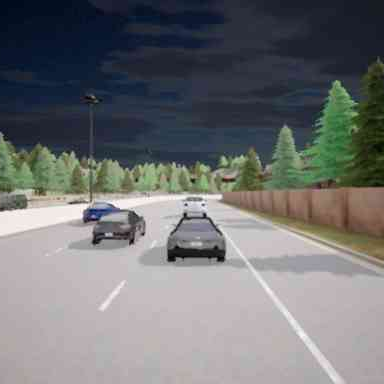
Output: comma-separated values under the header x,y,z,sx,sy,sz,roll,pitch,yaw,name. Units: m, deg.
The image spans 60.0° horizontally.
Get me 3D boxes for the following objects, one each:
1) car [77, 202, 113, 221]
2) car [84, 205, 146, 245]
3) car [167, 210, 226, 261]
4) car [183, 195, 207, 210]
x,y,z,sx,sy,sz,roll,pitch,yaw,name
-6.787,1.536,25.425,1.882,1.535,5.008,0,0,0,car
-3.337,1.564,15.722,1.812,1.442,4.674,0,0,0,car
0.148,1.603,12.425,1.994,1.385,4.181,0,0,0,car
0.253,1.324,32.818,2.150,2.045,5.566,0,0,0,car
